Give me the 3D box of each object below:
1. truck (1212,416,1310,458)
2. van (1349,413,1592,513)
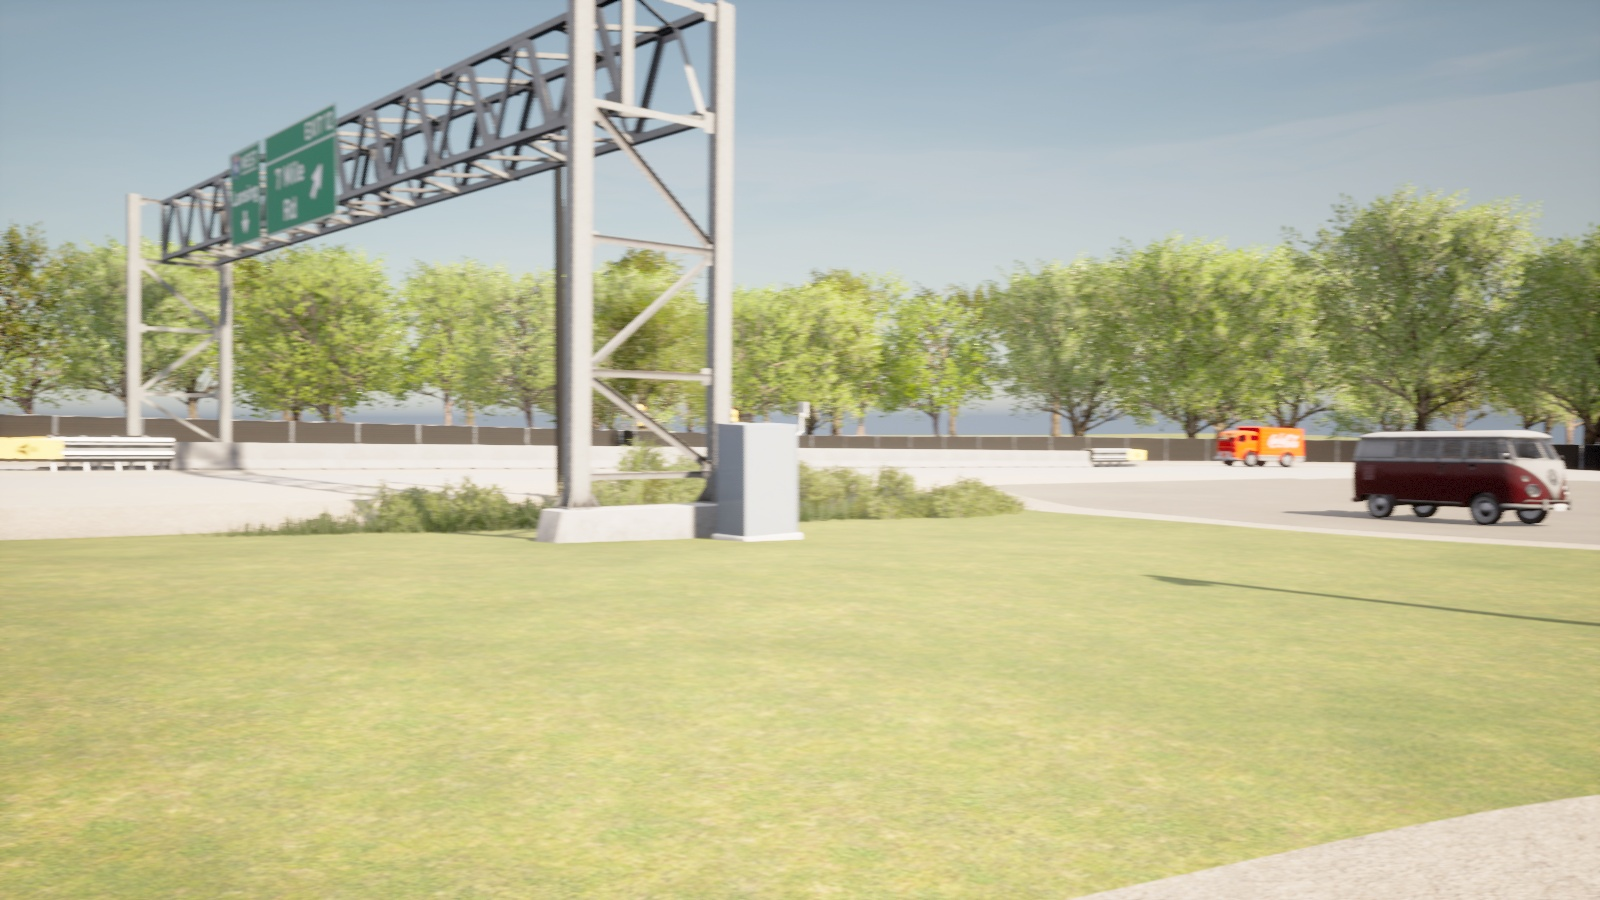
[{"bbox_3d":[28.244,-0.802,76.956,5.204,2.467,2.627,0,1,-23],"label":"truck"},{"bbox_3d":[14.411,0.258,27.294,1.775,1.987,4.442,0,0,-26],"label":"van"}]
